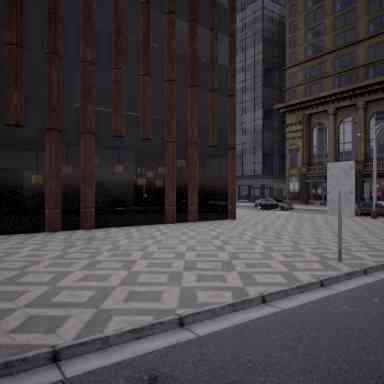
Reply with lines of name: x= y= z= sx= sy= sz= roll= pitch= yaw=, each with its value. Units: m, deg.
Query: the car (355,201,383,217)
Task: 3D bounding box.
car: x=15.678 y=1.499 z=28.106 sx=2.033 sy=1.411 sz=5.357 roll=0 pitch=0 yaw=-35

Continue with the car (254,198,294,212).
car: x=9.146 y=1.426 z=37.288 sx=1.837 sy=1.490 sz=4.892 roll=0 pitch=0 yaw=-35
